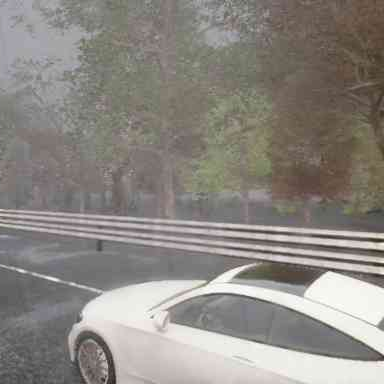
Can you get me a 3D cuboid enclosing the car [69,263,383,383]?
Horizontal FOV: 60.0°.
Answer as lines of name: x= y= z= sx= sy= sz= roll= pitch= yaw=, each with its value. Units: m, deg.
car: x=0.684 y=1.525 z=3.504 sx=4.674 sy=1.442 sz=1.812 roll=0 pitch=0 yaw=35
